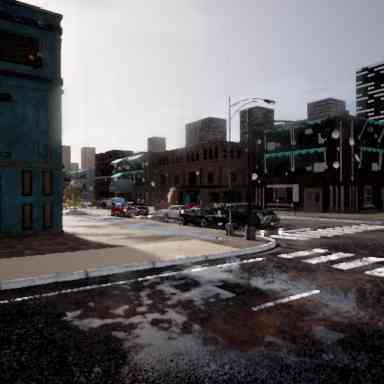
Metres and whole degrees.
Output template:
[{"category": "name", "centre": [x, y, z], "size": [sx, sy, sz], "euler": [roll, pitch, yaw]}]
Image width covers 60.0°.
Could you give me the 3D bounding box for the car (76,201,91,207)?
[{"category": "car", "centre": [-21.634, 2.347, 66.236], "size": [1.895, 1.301, 4.718], "euler": [-1, 0, -35]}]

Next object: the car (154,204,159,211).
[{"category": "car", "centre": [-3.615, 2.011, 45.290], "size": [1.802, 1.307, 4.206], "euler": [-1, 0, -35]}]

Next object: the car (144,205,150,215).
[{"category": "car", "centre": [-6.848, 1.952, 39.863], "size": [1.837, 1.490, 4.892], "euler": [-1, 0, -35]}]

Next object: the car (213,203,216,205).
[{"category": "car", "centre": [2.786, 1.854, 36.259], "size": [2.008, 1.369, 4.403], "euler": [-1, 0, -35]}]

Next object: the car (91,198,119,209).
[{"category": "car", "centre": [-14.826, 2.112, 56.633], "size": [2.128, 1.511, 4.902], "euler": [-1, 0, -35]}]

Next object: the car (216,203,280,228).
[{"category": "car", "centre": [4.154, 1.581, 24.218], "size": [2.097, 1.767, 4.553], "euler": [-1, 0, -34]}]

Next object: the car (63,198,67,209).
[{"category": "car", "centre": [-23.160, 2.261, 58.363], "size": [1.752, 1.417, 4.829], "euler": [-1, 0, -35]}]

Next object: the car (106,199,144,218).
[{"category": "car", "centre": [-7.253, 1.875, 35.925], "size": [1.967, 1.590, 4.097], "euler": [-1, 0, -35]}]

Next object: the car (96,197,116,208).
[{"category": "car", "centre": [-16.428, 1.985, 63.350], "size": [2.192, 1.841, 5.009], "euler": [-1, 0, -35]}]

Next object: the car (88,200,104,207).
[{"category": "car", "centre": [-19.625, 2.273, 67.866], "size": [1.887, 1.381, 4.507], "euler": [-1, 0, -35]}]

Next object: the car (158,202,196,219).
[{"category": "car", "centre": [-0.941, 1.932, 31.522], "size": [1.895, 1.301, 4.718], "euler": [-1, 0, -35]}]

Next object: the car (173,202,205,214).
[{"category": "car", "centre": [-0.415, 1.949, 40.775], "size": [1.802, 1.307, 4.206], "euler": [-1, 0, -35]}]

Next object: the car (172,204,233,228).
[{"category": "car", "centre": [0.677, 1.843, 24.536], "size": [1.947, 1.339, 4.313], "euler": [-1, 0, -35]}]
